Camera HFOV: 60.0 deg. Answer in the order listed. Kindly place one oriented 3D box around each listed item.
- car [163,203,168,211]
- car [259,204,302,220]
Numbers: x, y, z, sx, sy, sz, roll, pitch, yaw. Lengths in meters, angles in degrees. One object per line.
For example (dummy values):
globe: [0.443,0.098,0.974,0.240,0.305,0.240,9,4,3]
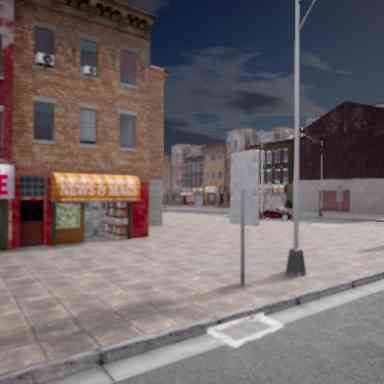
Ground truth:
car: [-5.080,2.019,47.870,1.967,1.590,4.097,-1,-1,-35]
car: [7.684,1.787,29.779,1.887,1.381,4.507,0,-1,-35]
